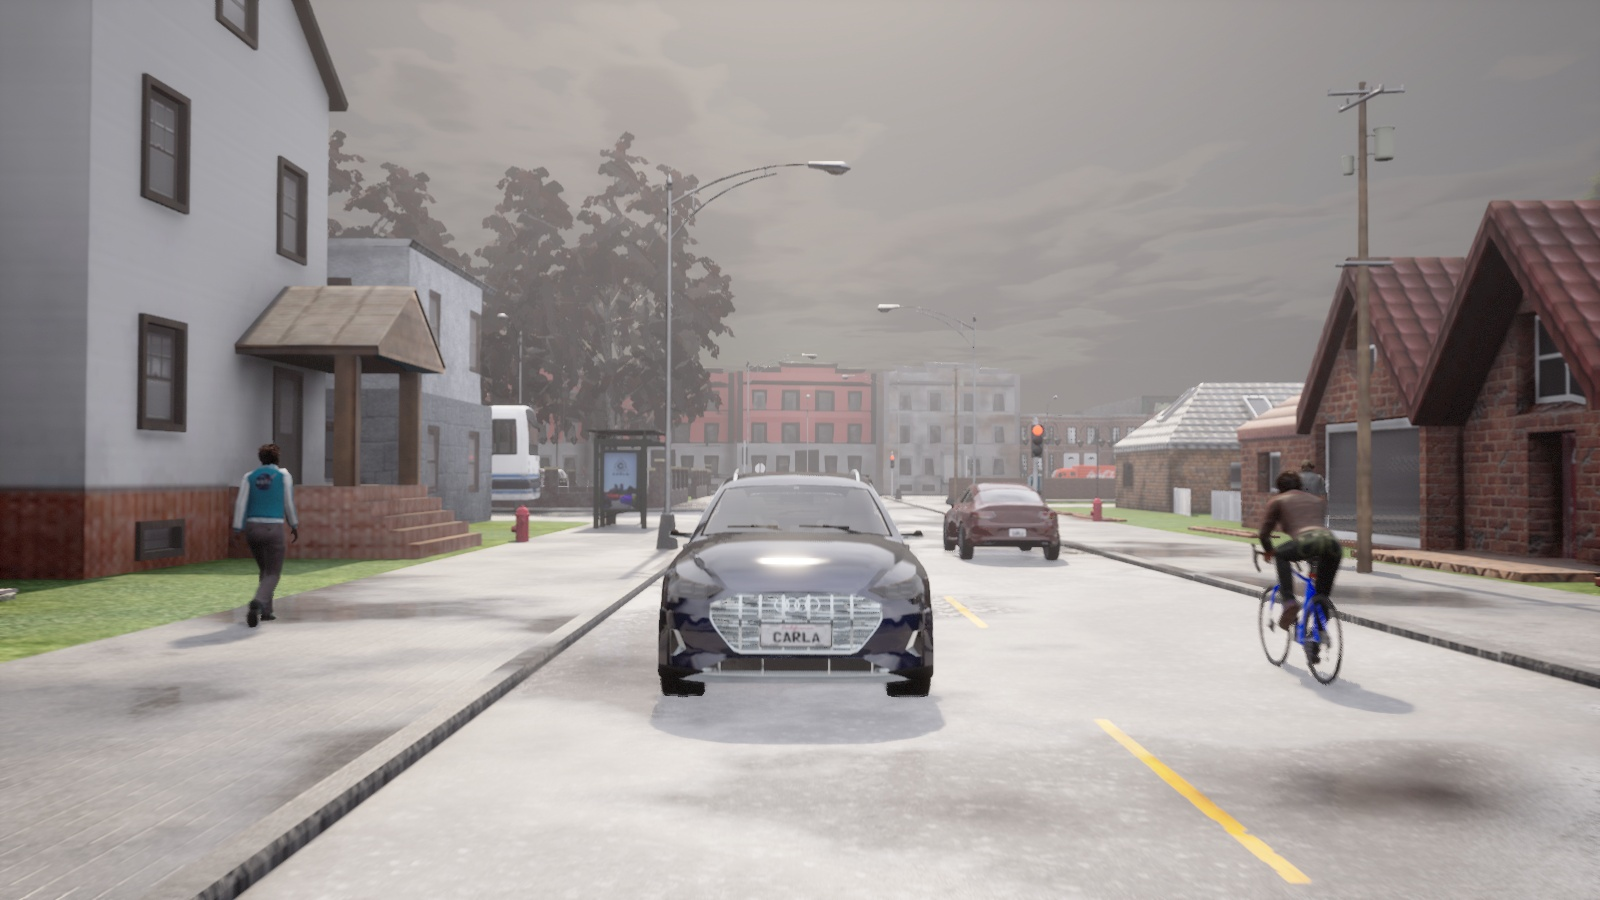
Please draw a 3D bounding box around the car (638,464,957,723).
[{"bbox_3d":[-0.023,0.967,10.471,2.033,1.649,4.856,0,-1,0],"label":"car"}]

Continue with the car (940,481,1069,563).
[{"bbox_3d":[3.935,1.344,24.885,1.812,1.442,4.674,0,-1,1],"label":"car"}]

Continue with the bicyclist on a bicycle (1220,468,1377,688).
[{"bbox_3d":[3.968,0.967,10.127,0.582,1.620,1.656,0,-1,0],"label":"bicyclist on a bicycle"}]

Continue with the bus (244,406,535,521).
[{"bbox_3d":[-16.025,0.536,49.811,10.273,4.253,3.944,-1,-1,-4],"label":"bus"}]

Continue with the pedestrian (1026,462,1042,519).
[{"bbox_3d":[8.042,1.385,43.232,0.396,1.930,0.692,0,-1,-1],"label":"pedestrian"}]

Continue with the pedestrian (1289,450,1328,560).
[{"bbox_3d":[8.738,0.941,21.608,0.540,1.848,0.694,-1,-1,17],"label":"pedestrian"}]

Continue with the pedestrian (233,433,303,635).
[{"bbox_3d":[-5.239,0.807,12.379,0.396,1.930,0.692,0,-1,-1],"label":"pedestrian"}]
